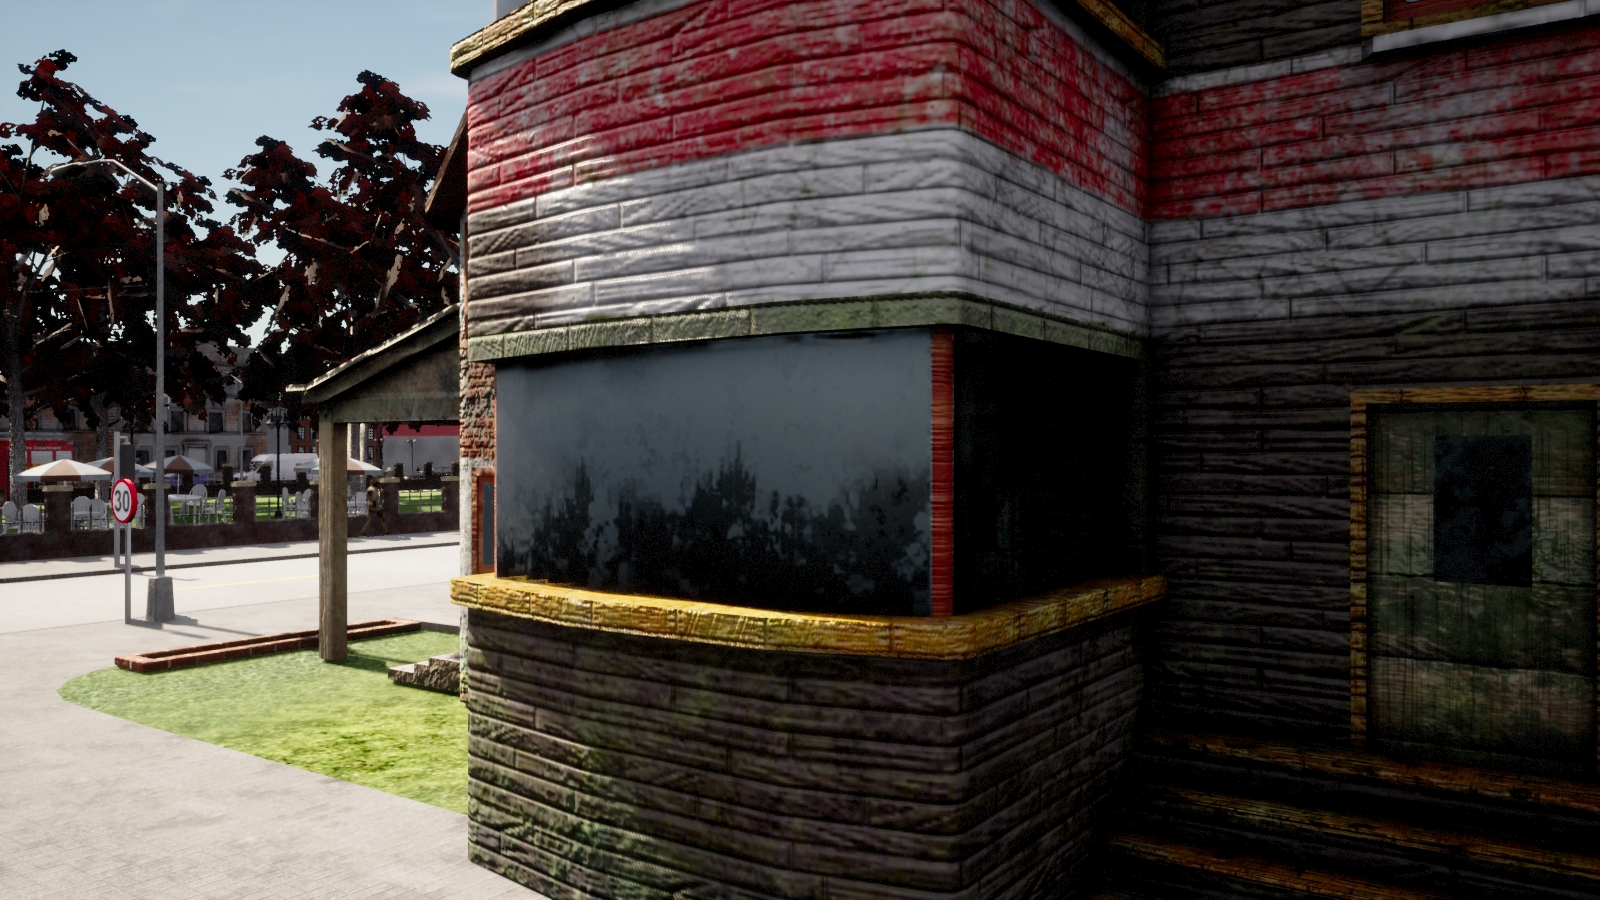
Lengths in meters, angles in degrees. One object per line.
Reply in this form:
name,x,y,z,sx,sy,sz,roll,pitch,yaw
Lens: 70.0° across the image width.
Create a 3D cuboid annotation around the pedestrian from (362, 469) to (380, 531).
pedestrian,-13.123,1.525,34.949,0.375,1.860,0.375,0,0,35
